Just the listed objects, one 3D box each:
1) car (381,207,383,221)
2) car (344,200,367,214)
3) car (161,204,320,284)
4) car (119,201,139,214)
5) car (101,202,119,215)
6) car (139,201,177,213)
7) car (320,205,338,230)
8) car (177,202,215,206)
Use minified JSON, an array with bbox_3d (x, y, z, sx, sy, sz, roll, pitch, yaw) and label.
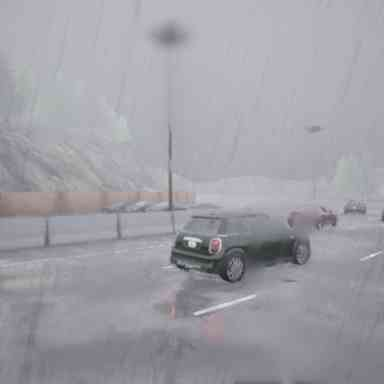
[{"bbox_3d":[16.033,1.517,26.136,2.033,1.411,5.357,0,0,33],"label":"car"},{"bbox_3d":[17.257,1.544,35.104,1.994,1.385,4.181,0,0,29],"label":"car"},{"bbox_3d":[1.620,1.364,9.986,4.553,1.767,2.097,0,0,-40],"label":"car"},{"bbox_3d":[-4.689,1.613,33.701,1.812,1.442,4.674,0,0,39],"label":"car"},{"bbox_3d":[-7.160,1.652,36.054,2.033,1.411,5.357,0,0,39],"label":"car"},{"bbox_3d":[-2.318,1.597,31.093,1.812,1.442,4.674,0,0,39],"label":"car"},{"bbox_3d":[7.644,1.528,20.968,1.812,1.442,4.674,0,0,41],"label":"car"},{"bbox_3d":[1.000,1.616,29.689,1.994,1.385,4.181,0,0,38],"label":"car"}]
